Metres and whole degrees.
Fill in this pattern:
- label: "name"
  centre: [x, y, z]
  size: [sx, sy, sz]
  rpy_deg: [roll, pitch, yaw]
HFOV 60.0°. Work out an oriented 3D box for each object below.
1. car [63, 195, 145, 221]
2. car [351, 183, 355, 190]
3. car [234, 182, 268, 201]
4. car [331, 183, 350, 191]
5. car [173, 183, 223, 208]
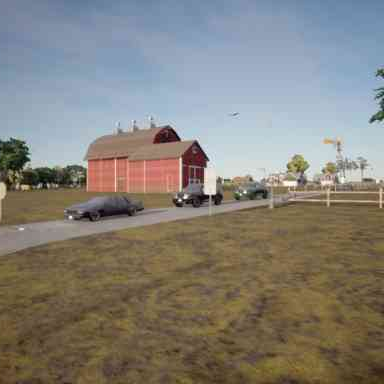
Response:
- label: "car"
  centre: [-5.336, 0.936, 20.982]
  size: [2.033, 1.411, 5.357]
  rpy_deg: [0, 2, 35]
- label: "car"
  centre: [33.166, -1.216, 70.193]
  size: [1.837, 1.490, 4.892]
  rpy_deg: [0, 2, 35]
- label: "car"
  centre: [6.862, -0.158, 38.107]
  size: [2.150, 2.045, 5.566]
  rpy_deg: [0, 2, 36]
- label: "car"
  centre: [27.135, -0.862, 61.551]
  size: [2.033, 1.411, 5.357]
  rpy_deg: [0, 2, 35]
- label: "car"
  centre: [0.643, 0.228, 29.380]
  size: [2.150, 2.045, 5.566]
  rpy_deg: [0, 2, 36]
